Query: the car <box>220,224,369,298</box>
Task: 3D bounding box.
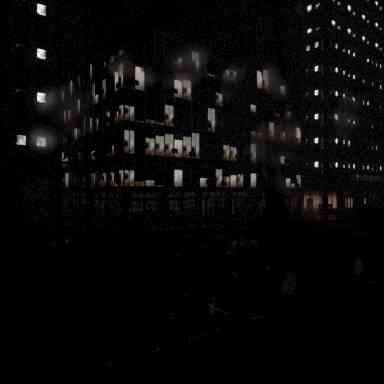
[{"bbox_3d":[2.741,1.545,8.504,4.507,1.381,1.887,0,0,-35],"label":"car"}]
